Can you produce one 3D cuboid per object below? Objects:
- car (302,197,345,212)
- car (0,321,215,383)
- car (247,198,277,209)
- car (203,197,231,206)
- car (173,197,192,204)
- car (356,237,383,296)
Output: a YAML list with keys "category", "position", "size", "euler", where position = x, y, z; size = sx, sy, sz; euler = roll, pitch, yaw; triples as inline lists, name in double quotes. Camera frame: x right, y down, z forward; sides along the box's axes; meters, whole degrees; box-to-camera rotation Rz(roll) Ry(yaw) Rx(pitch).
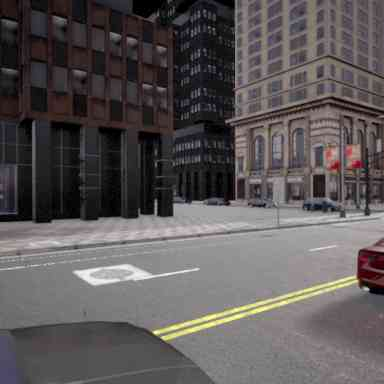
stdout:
- category: "car"
  position: [14.966, 1.368, 37.922]
  size: [2.097, 1.767, 4.553]
  euler: [0, 0, -35]
- category: "car"
  position: [-2.306, 1.548, 1.799]
  size: [5.357, 1.411, 2.033]
  euler: [0, 0, -35]
- category: "car"
  position: [9.688, 1.517, 45.386]
  size: [2.128, 1.511, 4.902]
  euler: [0, 0, -35]
- category: "car"
  position: [3.995, 1.586, 53.450]
  size: [2.033, 1.411, 5.357]
  euler: [0, 0, -35]
- category: "car"
  position: [-2.118, 1.600, 62.157]
  size: [2.033, 1.411, 5.357]
  euler: [0, 0, -35]
- category: "car"
  position: [5.707, 1.475, 7.516]
  size: [5.008, 1.535, 1.882]
  euler: [0, 0, -36]
